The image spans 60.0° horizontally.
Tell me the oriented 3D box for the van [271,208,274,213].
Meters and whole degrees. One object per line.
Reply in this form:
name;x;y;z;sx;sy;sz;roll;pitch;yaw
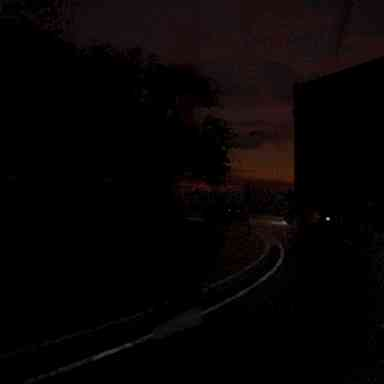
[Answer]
van;15.818;3.815;71.744;1.878;1.987;4.442;-1;-4;20

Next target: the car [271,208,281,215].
car;23.409;5.357;92.419;2.185;1.767;4.553;-1;-4;20

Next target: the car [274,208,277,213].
car;19.574;4.794;81.966;2.002;1.452;4.674;-1;-4;20

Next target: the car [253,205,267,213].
car;12.013;3.355;61.315;2.002;1.452;4.674;1;-3;20

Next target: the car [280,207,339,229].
car;8.181;1.706;23.069;1.994;1.385;4.181;0;-1;-13

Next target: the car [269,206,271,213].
car;13.887;3.704;66.470;2.163;1.488;4.792;-1;-4;20

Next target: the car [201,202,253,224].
car;2.600;1.593;27.847;2.097;1.767;4.553;0;-1;-29
